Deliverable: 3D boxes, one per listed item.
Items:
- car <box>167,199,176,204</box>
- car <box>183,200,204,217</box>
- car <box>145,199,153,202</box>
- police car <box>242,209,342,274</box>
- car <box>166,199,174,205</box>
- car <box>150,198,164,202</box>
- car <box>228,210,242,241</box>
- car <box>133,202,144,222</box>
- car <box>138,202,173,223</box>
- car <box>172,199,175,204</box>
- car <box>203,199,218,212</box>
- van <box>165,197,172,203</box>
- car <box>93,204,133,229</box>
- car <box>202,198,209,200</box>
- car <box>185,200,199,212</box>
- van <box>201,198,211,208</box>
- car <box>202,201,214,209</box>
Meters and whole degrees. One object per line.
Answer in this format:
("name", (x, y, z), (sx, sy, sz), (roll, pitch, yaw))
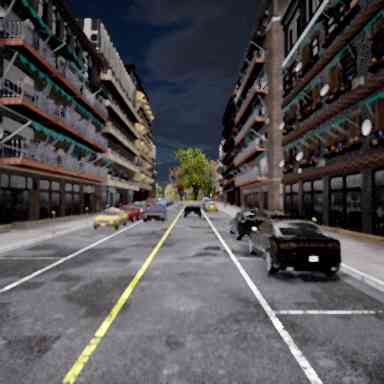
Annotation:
("car", (-5.670, 2.595, 91.755), (2.008, 1.369, 4.403), (1, -1, 0))
("car", (0.078, 1.911, 36.392), (1.837, 1.490, 4.892), (0, -1, 0))
("car", (-5.673, 1.833, 35.144), (1.967, 1.590, 4.097), (1, -1, 0))
("police car", (3.136, 1.550, 11.161), (1.930, 1.638, 5.238), (0, -1, 0))
("car", (-5.670, 2.543, 86.094), (1.947, 1.339, 4.313), (1, -1, 0))
("car", (-5.670, 1.836, 46.468), (2.192, 1.841, 5.009), (1, -1, 0))
("car", (3.148, 1.706, 18.051), (1.837, 1.490, 4.892), (0, -1, 0))
("car", (-5.675, 1.873, 29.480), (1.887, 1.381, 4.507), (1, -1, 0))
("car", (-3.097, 1.872, 29.137), (2.033, 1.411, 5.357), (0, -1, 0))
("car", (-5.667, 2.160, 74.773), (2.192, 1.841, 5.009), (1, -1, 0))
("car", (2.708, 2.048, 46.596), (1.752, 1.417, 4.829), (1, -1, 0))
("van", (-5.668, 2.120, 69.112), (1.690, 1.788, 3.998), (1, -1, 0))
("car", (-5.676, 1.789, 23.650), (1.752, 1.417, 4.829), (1, -1, 0))
("car", (2.711, 2.129, 52.086), (1.887, 1.381, 4.507), (1, -1, 0))
("car", (0.033, 2.012, 47.707), (1.882, 1.535, 5.008), (0, -1, 1))
("van", (2.698, 2.055, 63.411), (1.690, 1.788, 3.998), (1, -1, 0))
("car", (2.715, 2.215, 57.748), (1.947, 1.339, 4.313), (1, -1, 0))
